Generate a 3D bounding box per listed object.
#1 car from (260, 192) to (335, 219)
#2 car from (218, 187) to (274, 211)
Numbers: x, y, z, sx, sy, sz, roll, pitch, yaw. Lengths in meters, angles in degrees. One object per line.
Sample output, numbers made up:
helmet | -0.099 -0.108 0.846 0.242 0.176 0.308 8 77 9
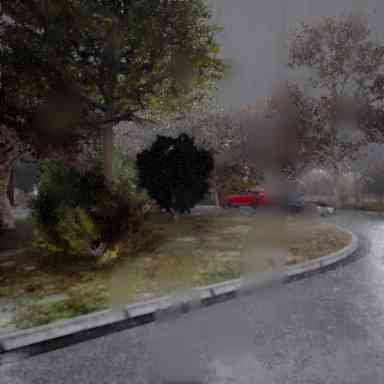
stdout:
car | 7.414 0.958 22.914 2.128 1.511 4.902 -1 1 -33
car | 5.093 0.609 30.765 5.566 2.045 2.150 0 1 37
